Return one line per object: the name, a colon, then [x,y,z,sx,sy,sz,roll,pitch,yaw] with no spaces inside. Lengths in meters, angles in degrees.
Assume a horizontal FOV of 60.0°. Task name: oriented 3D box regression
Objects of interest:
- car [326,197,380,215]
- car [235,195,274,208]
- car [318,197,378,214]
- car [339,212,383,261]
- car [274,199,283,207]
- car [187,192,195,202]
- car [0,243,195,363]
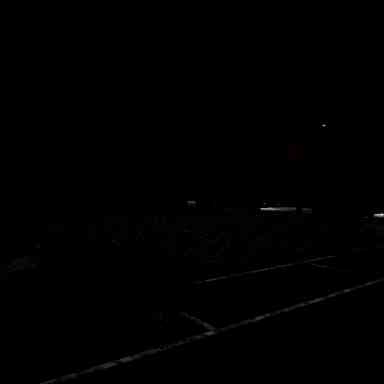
car: [15.388,1.282,31.892,1.994,1.385,4.181,0,1,-35]
car: [6.867,1.095,38.385,1.994,1.385,4.181,0,1,-35]
car: [13.176,1.216,29.380,2.128,1.511,4.902,0,1,-35]
car: [6.837,1.552,11.449,4.403,1.369,2.008,0,0,-35]
car: [8.924,1.121,41.126,1.895,1.301,4.718,0,1,-35]
car: [-1.988,0.795,51.079,1.812,1.442,4.674,0,1,-35]
car: [-2.061,1.545,5.172,4.507,1.381,1.887,0,0,-35]
